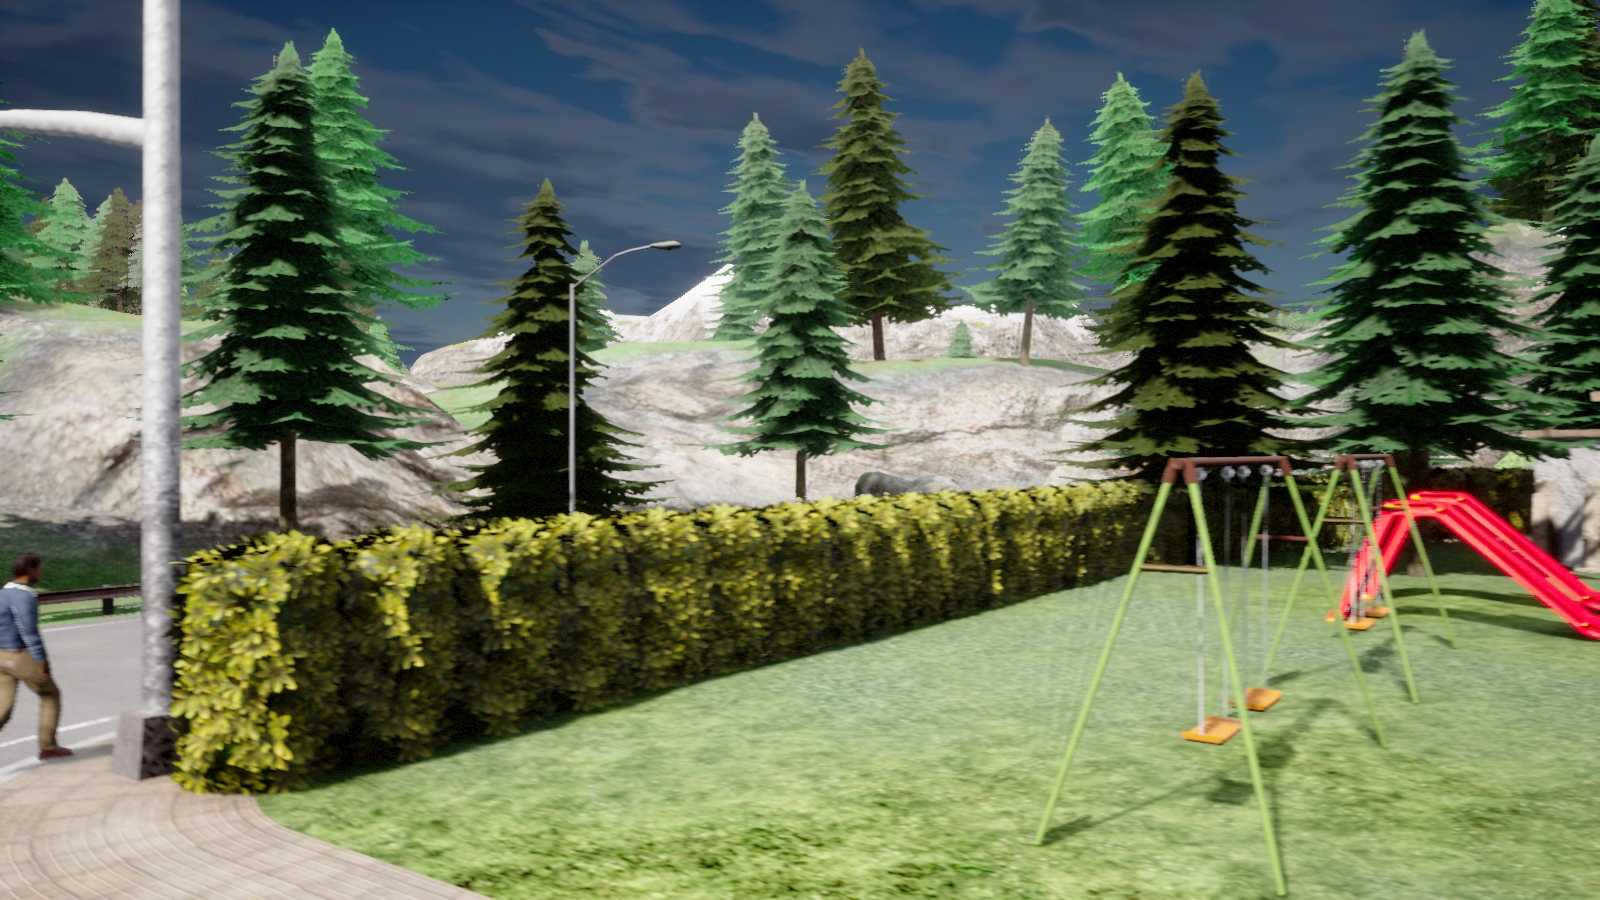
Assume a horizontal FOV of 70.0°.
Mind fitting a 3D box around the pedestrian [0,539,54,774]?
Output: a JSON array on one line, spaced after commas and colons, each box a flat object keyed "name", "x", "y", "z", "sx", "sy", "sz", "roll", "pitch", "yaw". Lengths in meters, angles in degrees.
[{"name": "pedestrian", "x": -6.499, "y": 1.690, "z": 9.495, "sx": 0.375, "sy": 1.860, "sz": 0.375, "roll": 0, "pitch": 0, "yaw": 31}]
